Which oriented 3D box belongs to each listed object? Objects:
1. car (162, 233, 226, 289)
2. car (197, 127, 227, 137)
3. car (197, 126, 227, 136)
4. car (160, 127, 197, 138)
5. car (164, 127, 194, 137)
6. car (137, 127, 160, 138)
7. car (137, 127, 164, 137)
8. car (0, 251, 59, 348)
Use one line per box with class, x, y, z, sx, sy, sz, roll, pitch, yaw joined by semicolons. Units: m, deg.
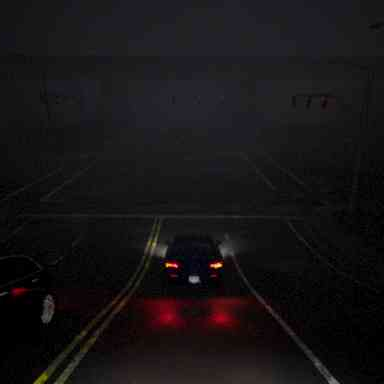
car;0.044;2.075;10.995;1.812;1.442;4.674;0;1;0
car;3.249;-9.844;54.680;4.974;1.542;2.038;9;18;28
car;3.204;-10.003;54.661;4.536;1.218;1.853;9;18;28
car;-2.130;-9.651;54.008;4.974;1.542;2.038;-11;19;-34
car;-2.088;-9.811;53.994;4.536;1.218;1.853;-11;19;-34
car;-6.737;-9.669;54.072;4.974;1.542;2.038;15;22;42
car;-6.775;-9.831;54.063;4.536;1.218;1.853;15;22;42
car;-3.574;1.678;4.810;1.837;1.490;4.892;0;-4;0
